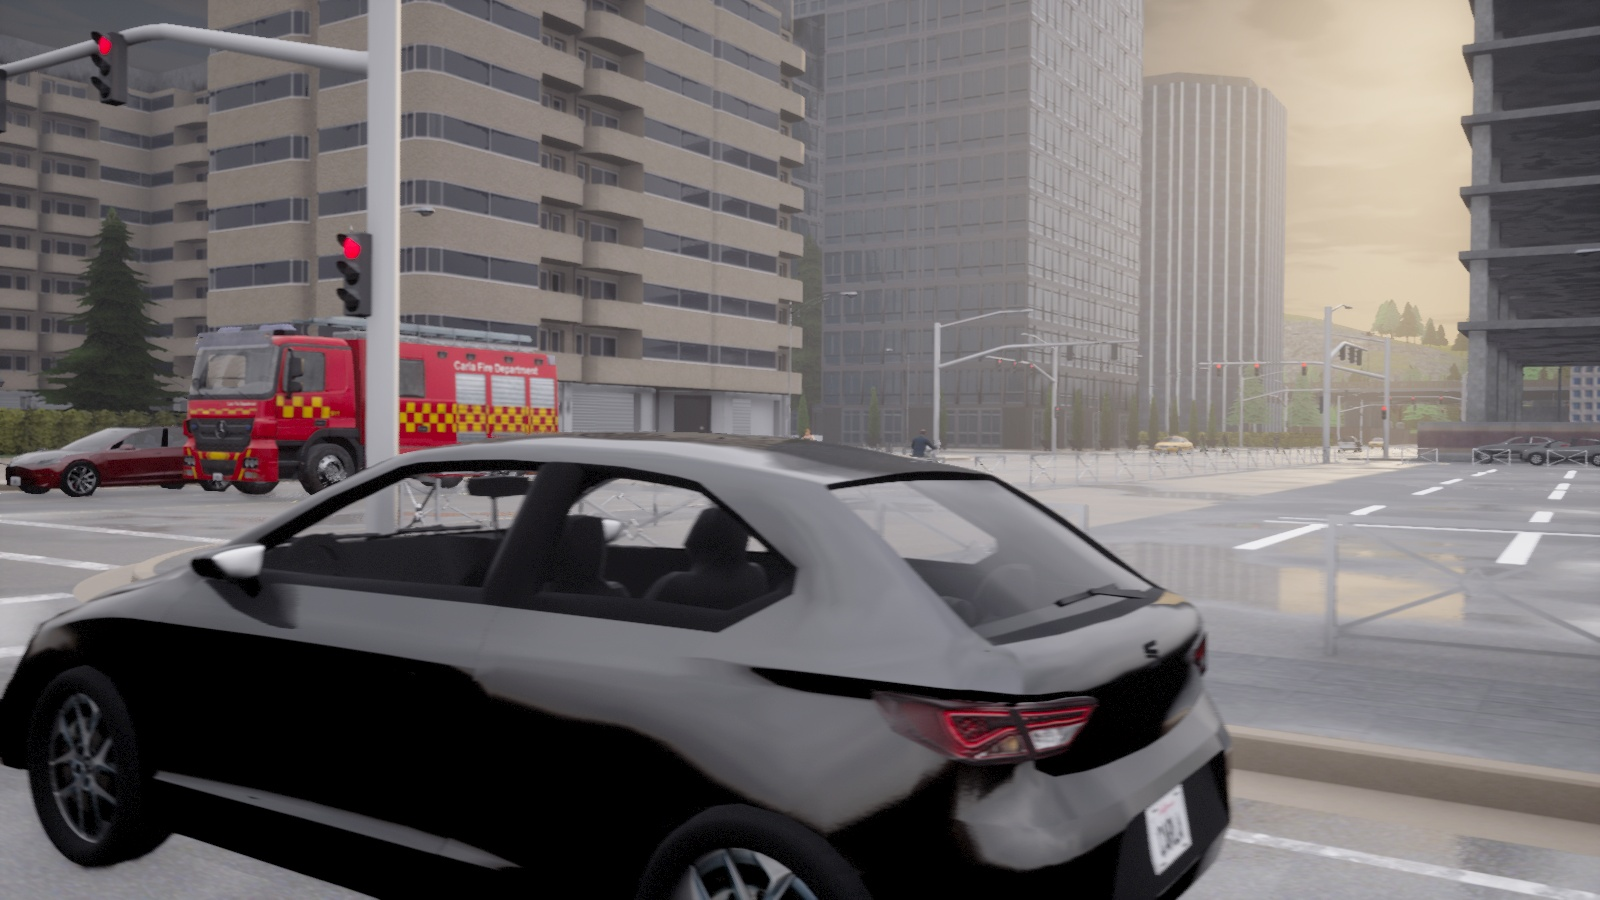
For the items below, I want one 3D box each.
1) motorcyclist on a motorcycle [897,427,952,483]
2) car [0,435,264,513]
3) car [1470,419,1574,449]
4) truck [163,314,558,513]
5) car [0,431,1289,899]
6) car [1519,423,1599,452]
[{"bbox_3d":[3.612,0.129,36.336,0.866,1.590,1.817,0,1,32],"label":"motorcyclist on a motorcycle"},{"bbox_3d":[-14.486,0.450,27.305,2.163,1.488,4.792,0,1,32],"label":"car"},{"bbox_3d":[40.938,-0.903,71.228,5.027,1.651,2.152,0,1,32],"label":"car"},{"bbox_3d":[-9.552,-0.771,28.568,2.891,3.827,8.468,0,1,32],"label":"truck"},{"bbox_3d":[-0.795,0.691,4.134,4.193,1.474,1.816,0,1,33],"label":"car"},{"bbox_3d":[41.039,-0.675,67.041,4.514,1.525,2.007,0,1,32],"label":"car"}]
